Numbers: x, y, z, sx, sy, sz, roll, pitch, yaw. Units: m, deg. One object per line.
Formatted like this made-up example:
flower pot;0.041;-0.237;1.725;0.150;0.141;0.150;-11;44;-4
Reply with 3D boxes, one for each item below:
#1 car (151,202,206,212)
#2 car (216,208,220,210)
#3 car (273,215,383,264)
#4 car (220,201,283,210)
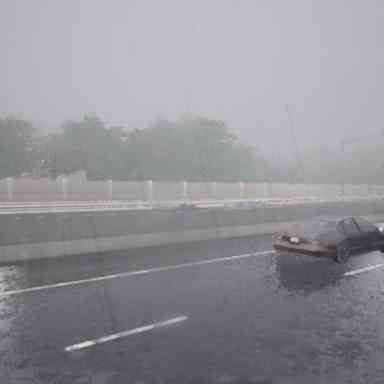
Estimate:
car;-1.170;1.569;28.953;4.718;1.301;1.895;0;0;-35
car;3.857;1.524;28.237;4.181;1.385;1.994;0;0;-35
car;5.228;1.526;11.774;5.357;1.411;2.033;0;0;-36
car;4.794;1.454;24.607;4.902;1.511;2.128;0;0;-35
